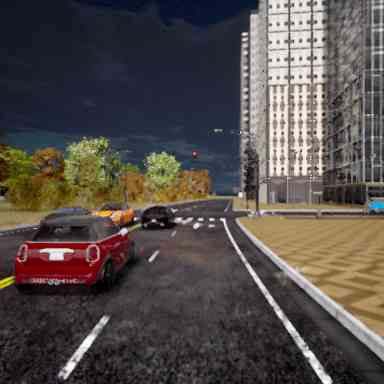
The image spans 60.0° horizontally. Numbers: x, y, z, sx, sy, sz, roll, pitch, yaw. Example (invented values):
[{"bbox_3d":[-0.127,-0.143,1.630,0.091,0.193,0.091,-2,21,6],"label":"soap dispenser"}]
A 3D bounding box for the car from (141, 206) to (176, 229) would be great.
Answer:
[{"bbox_3d":[-2.309,1.713,23.787,1.882,1.535,5.008,0,-1,4],"label":"car"}]

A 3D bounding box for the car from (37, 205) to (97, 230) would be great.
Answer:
[{"bbox_3d":[-8.931,1.773,24.344,2.033,1.411,5.357,0,-1,4],"label":"car"}]

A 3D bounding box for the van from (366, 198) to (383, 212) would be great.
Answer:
[{"bbox_3d":[24.083,1.585,41.675,3.998,1.788,1.690,0,0,8],"label":"van"}]

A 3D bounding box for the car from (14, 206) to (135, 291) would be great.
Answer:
[{"bbox_3d":[-2.970,1.444,9.440,2.097,1.767,4.553,0,0,0],"label":"car"}]

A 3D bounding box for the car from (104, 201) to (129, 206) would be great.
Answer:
[{"bbox_3d":[-5.684,1.595,24.186,2.097,1.767,4.553,0,-1,4],"label":"car"}]
